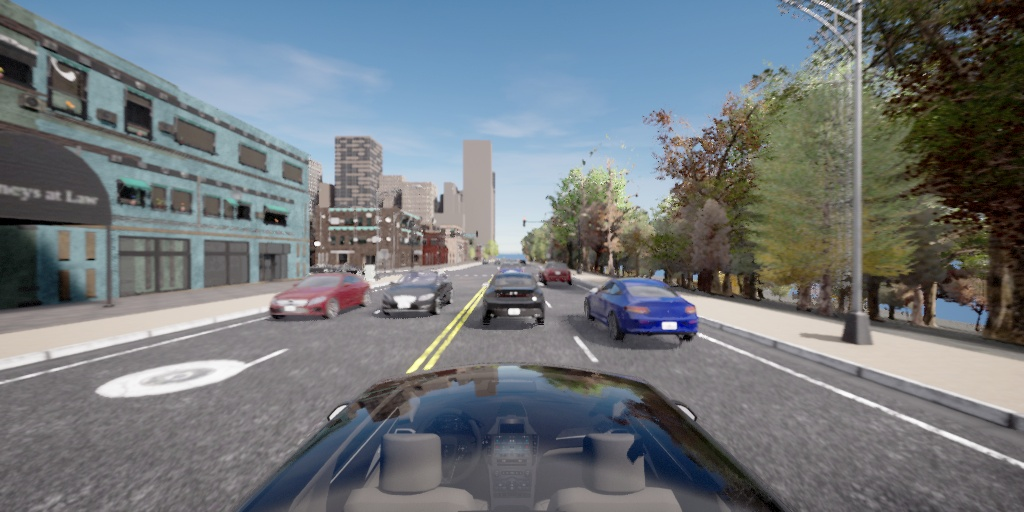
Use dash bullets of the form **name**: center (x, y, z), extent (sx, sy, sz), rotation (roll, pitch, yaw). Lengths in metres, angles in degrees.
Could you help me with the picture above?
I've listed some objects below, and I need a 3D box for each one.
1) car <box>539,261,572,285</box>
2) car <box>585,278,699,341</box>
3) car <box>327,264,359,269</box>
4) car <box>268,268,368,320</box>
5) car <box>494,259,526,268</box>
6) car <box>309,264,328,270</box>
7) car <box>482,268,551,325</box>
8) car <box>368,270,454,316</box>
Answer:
- **car**: center (3.201, 1.227, 27.296), extent (2.097, 1.767, 4.553), rotation (0, 0, 0)
- **car**: center (3.304, 1.314, 9.849), extent (1.812, 1.442, 4.674), rotation (0, 0, 0)
- **car**: center (-20.206, 1.798, 44.935), extent (4.313, 1.339, 1.948), rotation (0, 0, 0)
- **car**: center (-6.661, 1.337, 13.081), extent (1.812, 1.442, 4.674), rotation (0, 0, 0)
- **car**: center (-0.048, 1.229, 27.281), extent (2.097, 1.767, 4.553), rotation (0, 0, 0)
- **car**: center (-28.592, 1.844, 53.395), extent (4.403, 1.370, 2.007), rotation (0, 0, 0)
- **car**: center (0.042, 1.304, 12.131), extent (1.837, 1.490, 4.892), rotation (0, -1, 0)
- **car**: center (-3.415, 1.305, 13.750), extent (2.128, 1.511, 4.902), rotation (0, 0, 0)
